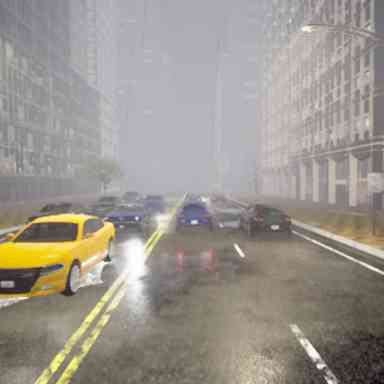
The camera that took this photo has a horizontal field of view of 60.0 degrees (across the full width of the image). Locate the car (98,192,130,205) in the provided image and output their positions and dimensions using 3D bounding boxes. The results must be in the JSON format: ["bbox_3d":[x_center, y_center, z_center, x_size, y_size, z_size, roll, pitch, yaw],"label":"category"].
[{"bbox_3d":[-6.501,1.032,26.228,1.837,1.490,4.892,0,1,0],"label":"car"}]

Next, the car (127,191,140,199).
[{"bbox_3d":[-6.466,0.673,36.147,2.097,1.767,4.553,0,1,0],"label":"car"}]

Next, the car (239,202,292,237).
[{"bbox_3d":[3.363,1.212,15.743,1.812,1.442,4.674,0,1,0],"label":"car"}]

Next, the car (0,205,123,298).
[{"bbox_3d":[-3.341,1.352,8.528,1.882,1.535,5.008,0,1,0],"label":"car"}]

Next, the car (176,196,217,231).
[{"bbox_3d":[0.115,1.191,17.712,1.812,1.442,4.674,0,1,0],"label":"car"}]

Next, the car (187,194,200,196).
[{"bbox_3d":[0.139,0.828,38.771,1.895,1.301,4.718,0,1,0],"label":"car"}]

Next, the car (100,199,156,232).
[{"bbox_3d":[-3.313,1.282,17.907,1.895,1.301,4.718,0,1,0],"label":"car"}]

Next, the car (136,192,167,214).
[{"bbox_3d":[-3.225,0.940,28.430,1.882,1.535,5.008,0,1,0],"label":"car"}]

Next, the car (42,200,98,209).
[{"bbox_3d":[-6.568,1.226,16.876,1.837,1.490,4.892,0,1,0],"label":"car"}]

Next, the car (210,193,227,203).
[{"bbox_3d":[3.322,0.735,42.342,1.895,1.301,4.718,0,1,1],"label":"car"}]
